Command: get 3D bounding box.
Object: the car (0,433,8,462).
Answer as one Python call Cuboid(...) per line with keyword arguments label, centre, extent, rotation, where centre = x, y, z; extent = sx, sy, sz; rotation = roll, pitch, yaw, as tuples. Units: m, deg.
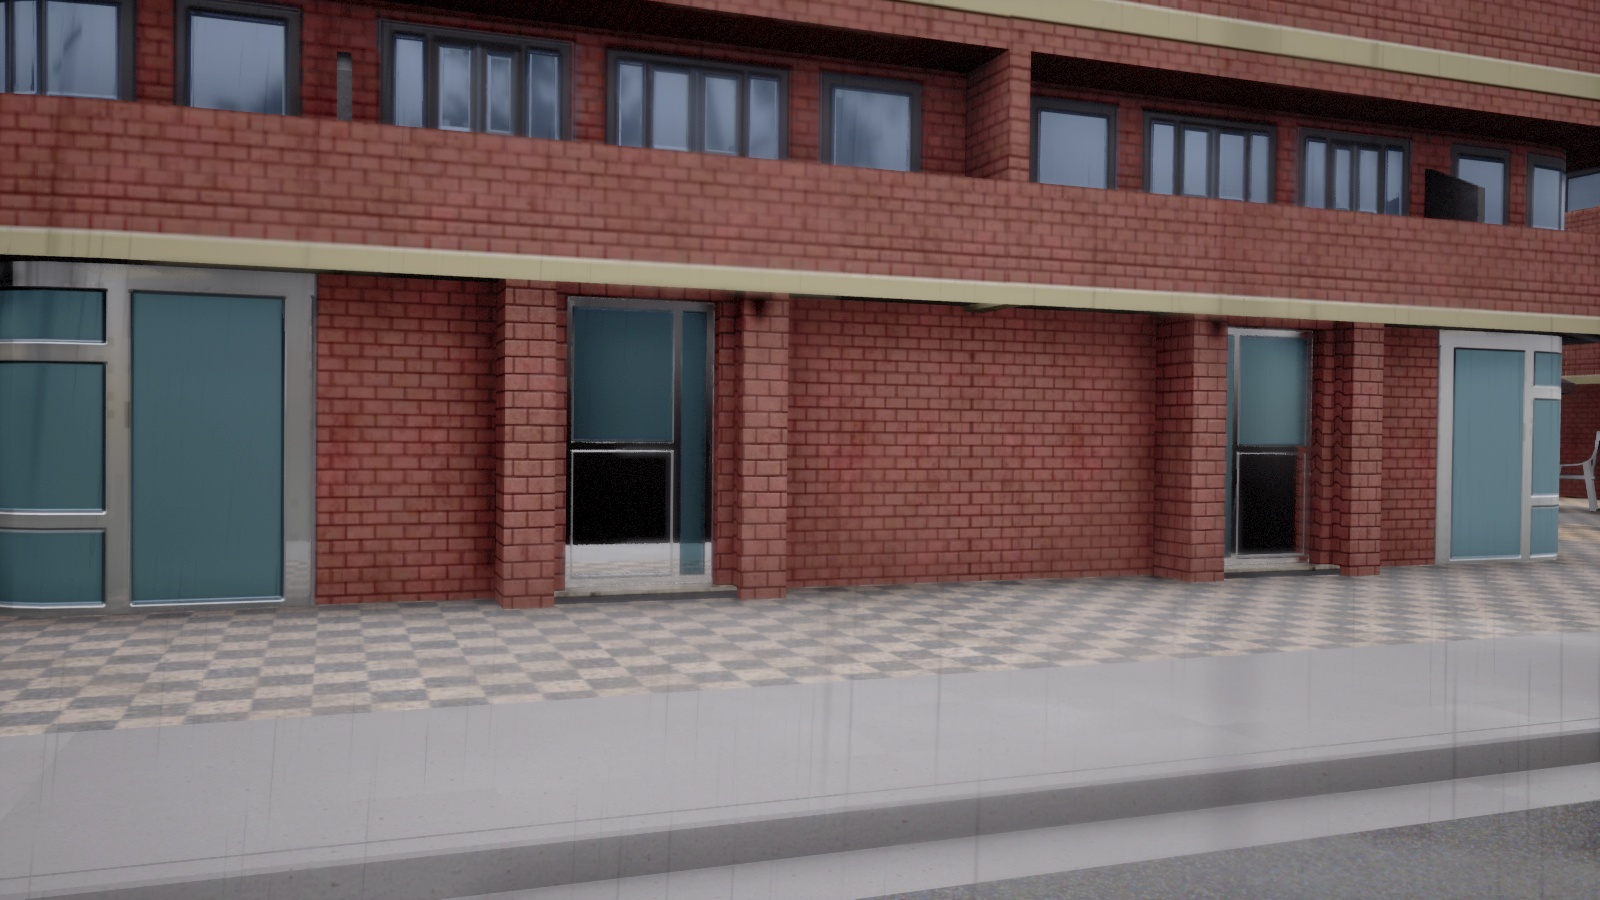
Cuboid(label="car", centre=(-51.750, -0.142, 79.606), extent=(1.905, 1.878, 3.866), rotation=(-1, 1, -21))
